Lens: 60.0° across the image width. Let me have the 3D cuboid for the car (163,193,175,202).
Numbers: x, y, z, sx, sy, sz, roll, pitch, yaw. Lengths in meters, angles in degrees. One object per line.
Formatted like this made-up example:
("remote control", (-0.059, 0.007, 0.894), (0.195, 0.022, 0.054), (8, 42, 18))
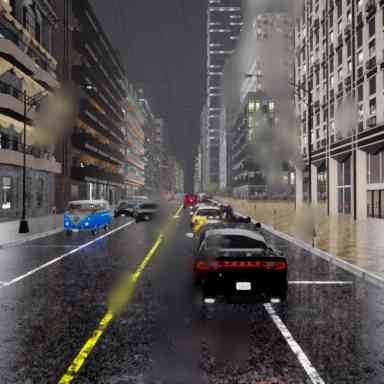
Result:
("car", (-5.730, 1.266, 75.327), (2.192, 1.841, 5.009), (1, 0, 0))

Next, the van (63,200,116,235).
("van", (-5.687, 1.342, 18.337), (1.690, 1.788, 3.998), (1, 0, 0))

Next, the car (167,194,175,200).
("car", (-5.746, 1.363, 92.423), (1.967, 1.590, 4.097), (1, 0, 0))

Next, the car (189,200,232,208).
("car", (0.885, 1.456, 18.439), (1.801, 1.575, 5.366), (0, 0, 0))

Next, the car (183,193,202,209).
("car", (-0.027, 1.209, 45.669), (2.150, 2.045, 5.566), (0, 0, 1))

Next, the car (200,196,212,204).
("car", (2.654, 1.517, 63.816), (2.008, 1.369, 4.403), (1, 0, 0))

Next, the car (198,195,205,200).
("car", (2.598, 1.505, 92.305), (1.802, 1.307, 4.206), (1, 0, 0))

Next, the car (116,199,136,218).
("car", (-5.700, 1.564, 29.738), (1.947, 1.339, 4.313), (1, 0, 0))

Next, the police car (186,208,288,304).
("police car", (0.892, 1.427, 8.357), (1.930, 1.638, 5.238), (0, 0, 0))

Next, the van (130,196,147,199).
("van", (-5.700, 1.336, 35.436), (1.690, 1.788, 3.998), (1, 0, 0))

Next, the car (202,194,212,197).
("car", (2.663, 1.288, 58.118), (2.192, 1.841, 5.009), (1, 0, 0))

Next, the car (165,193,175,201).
("car", (-5.739, 1.248, 86.723), (2.192, 1.841, 5.009), (1, 0, 0))

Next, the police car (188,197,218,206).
("police car", (0.880, 1.425, 24.360), (1.930, 1.638, 5.238), (0, 0, 0))

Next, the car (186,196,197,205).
("car", (-0.047, 1.477, 58.699), (1.837, 1.490, 4.892), (0, 0, 0))

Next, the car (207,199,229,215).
("car", (2.676, 1.546, 35.325), (2.008, 1.369, 4.403), (1, 0, 0))

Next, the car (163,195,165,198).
("car", (-5.718, 1.562, 52.530), (1.802, 1.307, 4.206), (1, 0, 0))

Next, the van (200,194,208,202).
("van", (2.659, 1.292, 75.212), (1.690, 1.788, 3.998), (1, 0, 0))

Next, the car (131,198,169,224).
("car", (-3.021, 1.477, 24.892), (1.882, 1.535, 5.008), (0, 0, 0))

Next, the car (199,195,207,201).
("car", (2.617, 1.508, 80.910), (1.947, 1.339, 4.313), (1, 0, 0))
